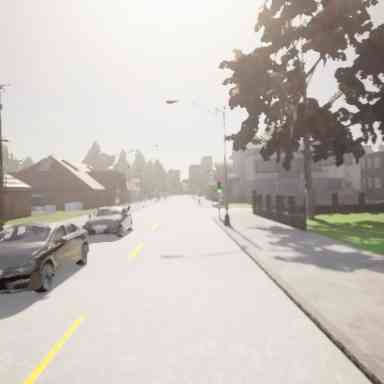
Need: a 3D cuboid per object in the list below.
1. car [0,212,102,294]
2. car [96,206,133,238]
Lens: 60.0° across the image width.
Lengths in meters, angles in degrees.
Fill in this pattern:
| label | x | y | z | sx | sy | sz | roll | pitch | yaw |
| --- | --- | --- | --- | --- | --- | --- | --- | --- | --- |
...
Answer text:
| label | x | y | z | sx | sy | sz | roll | pitch | yaw |
| --- | --- | --- | --- | --- | --- | --- | --- | --- | --- |
| car | -4.248 | 1.572 | 9.123 | 2.128 | 1.511 | 4.902 | -1 | 0 | -1 |
| car | -4.414 | 1.552 | 18.158 | 2.128 | 1.511 | 4.902 | -1 | 1 | -1 |
